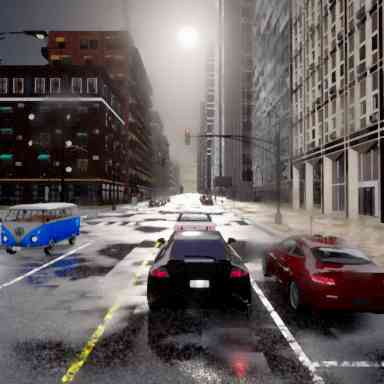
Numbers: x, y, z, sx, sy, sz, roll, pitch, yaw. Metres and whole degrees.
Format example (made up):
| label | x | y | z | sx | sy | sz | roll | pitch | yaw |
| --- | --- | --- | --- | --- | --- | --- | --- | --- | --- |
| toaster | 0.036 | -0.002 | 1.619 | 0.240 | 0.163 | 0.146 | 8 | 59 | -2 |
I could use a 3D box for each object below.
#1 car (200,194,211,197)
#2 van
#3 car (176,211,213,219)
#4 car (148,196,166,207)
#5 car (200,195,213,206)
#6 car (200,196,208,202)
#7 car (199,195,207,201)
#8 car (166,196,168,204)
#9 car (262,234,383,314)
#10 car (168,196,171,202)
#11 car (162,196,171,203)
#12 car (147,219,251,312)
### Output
| label | x | y | z | sx | sy | sz | roll | pitch | yaw |
| --- | --- | --- | --- | --- | --- | --- | --- | --- | --- |
| car | 2.764 | 1.326 | 62.244 | 2.192 | 1.841 | 5.009 | 1 | 0 | 0 |
| van | -5.750 | 1.345 | 13.024 | 1.690 | 1.788 | 3.998 | 1 | 0 | 0 |
| car | 0.112 | 1.605 | 16.614 | 1.895 | 1.301 | 4.718 | 0 | 0 | 0 |
| car | -5.631 | 1.560 | 50.940 | 2.008 | 1.369 | 4.403 | 1 | 0 | 0 |
| car | 2.754 | 1.592 | 56.589 | 1.802 | 1.307 | 4.206 | 1 | 0 | 0 |
| car | 2.775 | 1.594 | 79.207 | 1.802 | 1.307 | 4.206 | 1 | 0 | 0 |
| car | 2.781 | 1.563 | 84.862 | 2.008 | 1.369 | 4.403 | 1 | 0 | 0 |
| car | -5.625 | 1.561 | 56.594 | 2.008 | 1.369 | 4.403 | 1 | 0 | 0 |
| car | 2.708 | 1.584 | 7.332 | 1.802 | 1.307 | 4.206 | 1 | 0 | 0 |
| car | -5.620 | 1.576 | 62.249 | 1.947 | 1.339 | 4.313 | 1 | 0 | 0 |
| car | -5.610 | 1.594 | 73.558 | 1.802 | 1.307 | 4.206 | 1 | 0 | 0 |
| car | 0.112 | 1.566 | 7.797 | 1.994 | 1.385 | 4.181 | 0 | 0 | -1 |
